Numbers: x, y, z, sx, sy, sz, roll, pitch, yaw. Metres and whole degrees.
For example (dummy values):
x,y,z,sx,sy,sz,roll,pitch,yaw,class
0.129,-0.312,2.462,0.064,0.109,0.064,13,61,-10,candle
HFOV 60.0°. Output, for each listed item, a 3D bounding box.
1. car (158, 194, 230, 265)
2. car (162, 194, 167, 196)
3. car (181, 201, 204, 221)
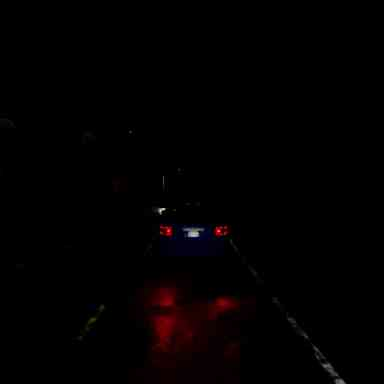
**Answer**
x,y,z,sx,sy,sz,roll,pitch,yaw,class
0.064,1.245,11.845,2.150,2.045,5.566,0,0,0,car
-3.570,1.292,49.505,2.150,2.045,5.566,0,0,0,car
0.070,1.572,28.942,1.812,1.442,4.674,0,0,0,car
